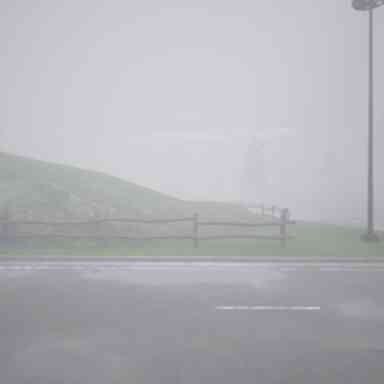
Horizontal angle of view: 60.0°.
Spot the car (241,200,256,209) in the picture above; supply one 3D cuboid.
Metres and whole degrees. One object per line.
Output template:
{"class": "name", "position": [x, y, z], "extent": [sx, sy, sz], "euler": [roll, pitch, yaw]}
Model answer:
{"class": "car", "position": [7.366, 1.966, 54.107], "extent": [4.902, 1.511, 2.128], "euler": [0, -1, 43]}

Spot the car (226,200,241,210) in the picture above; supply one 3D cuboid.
{"class": "car", "position": [4.849, 2.000, 51.583], "extent": [4.181, 1.385, 1.994], "euler": [0, -1, 41]}

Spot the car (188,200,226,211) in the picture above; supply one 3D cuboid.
{"class": "car", "position": [2.154, 1.925, 49.282], "extent": [4.674, 1.442, 1.812], "euler": [0, 0, 41]}

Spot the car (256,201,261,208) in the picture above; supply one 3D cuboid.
{"class": "car", "position": [9.514, 2.035, 56.883], "extent": [4.674, 1.442, 1.812], "euler": [0, 0, 42]}
